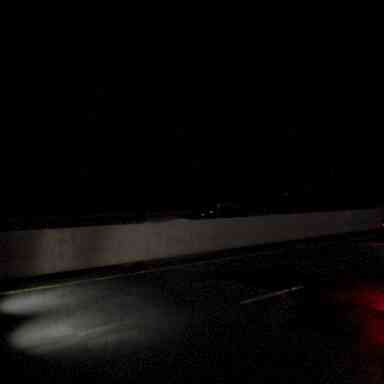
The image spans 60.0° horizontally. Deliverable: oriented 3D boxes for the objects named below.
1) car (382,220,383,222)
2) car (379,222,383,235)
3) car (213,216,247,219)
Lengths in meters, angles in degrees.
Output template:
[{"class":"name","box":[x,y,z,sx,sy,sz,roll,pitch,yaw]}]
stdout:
[{"class":"car","box":[11.044,1.541,15.924,5.357,1.411,2.033,0,0,-35]},{"class":"car","box":[6.923,1.522,8.686,4.674,1.442,1.812,0,0,-36]},{"class":"car","box":[2.759,1.518,27.424,4.674,1.442,1.812,0,0,-35]}]
